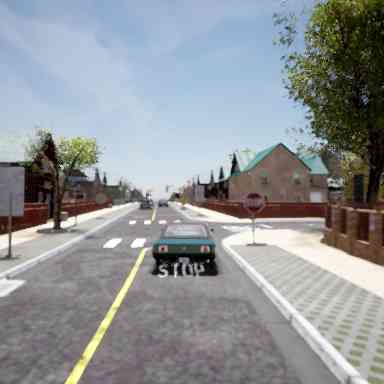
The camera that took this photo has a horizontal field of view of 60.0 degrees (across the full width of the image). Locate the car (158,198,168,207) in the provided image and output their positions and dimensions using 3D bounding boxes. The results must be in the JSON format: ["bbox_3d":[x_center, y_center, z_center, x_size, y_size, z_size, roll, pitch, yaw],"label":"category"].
[{"bbox_3d":[-5.424,2.170,63.350,2.033,1.411,5.357,0,-1,-5],"label":"car"}]

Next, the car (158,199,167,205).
[{"bbox_3d":[-6.530,2.232,73.902,1.994,1.385,4.181,0,-1,-6],"label":"car"}]

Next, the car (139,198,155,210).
[{"bbox_3d":[-7.098,1.965,51.318,1.837,1.490,4.892,0,-1,-5],"label":"car"}]

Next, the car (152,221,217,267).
[{"bbox_3d":[-0.158,1.677,11.723,1.895,1.301,4.718,0,0,2],"label":"car"}]

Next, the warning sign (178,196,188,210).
[{"bbox_3d":[-1.274,1.517,46.702,1.300,1.860,1.060,-1,-1,-6],"label":"warning sign"}]

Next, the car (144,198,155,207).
[{"bbox_3d":[-8.625,2.106,67.229,2.097,1.767,4.553,0,-1,-6],"label":"car"}]
